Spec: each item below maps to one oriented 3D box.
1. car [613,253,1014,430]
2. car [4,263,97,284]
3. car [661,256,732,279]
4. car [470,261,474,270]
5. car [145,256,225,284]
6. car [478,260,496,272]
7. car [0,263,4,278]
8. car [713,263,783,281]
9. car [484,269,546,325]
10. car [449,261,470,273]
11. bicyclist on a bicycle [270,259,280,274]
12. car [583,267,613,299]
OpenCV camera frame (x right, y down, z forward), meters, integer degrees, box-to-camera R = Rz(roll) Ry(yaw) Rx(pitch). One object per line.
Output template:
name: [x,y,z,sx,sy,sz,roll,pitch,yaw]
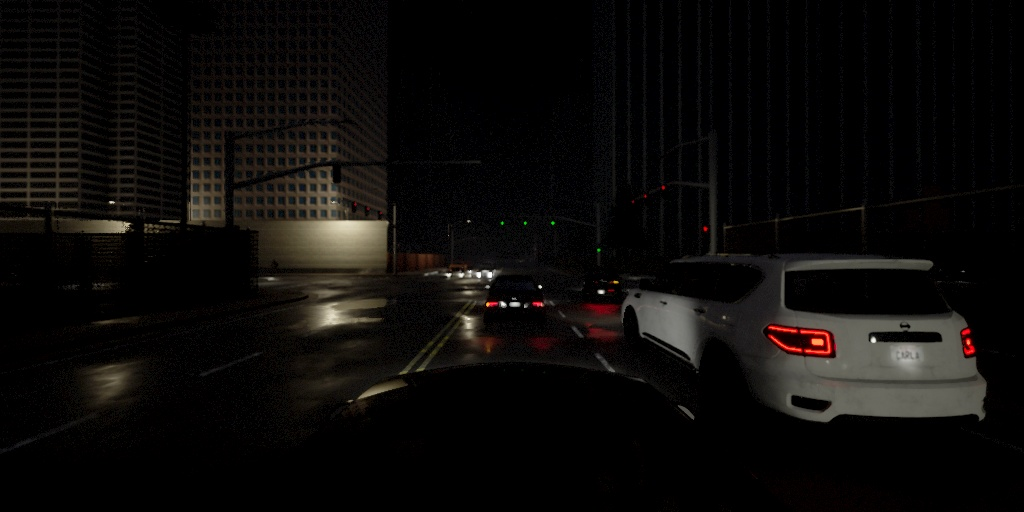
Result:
car: [3.600,0.990,5.953,2.150,2.045,5.566,0,0,0]
car: [-33.895,1.307,26.713,4.892,1.490,1.837,0,0,0]
car: [17.307,1.055,33.807,5.566,2.045,2.150,0,0,0]
car: [-7.087,1.512,56.692,1.812,1.442,4.674,0,0,0]
car: [-24.085,1.023,26.691,5.566,2.045,2.150,0,0,0]
car: [-3.601,1.558,49.893,1.895,1.301,4.718,0,0,0]
car: [-47.664,1.380,33.932,5.357,1.411,2.033,0,0,1]
car: [19.826,1.343,30.281,4.674,1.442,1.812,0,0,0]
car: [0.064,1.342,12.040,2.033,1.411,5.357,0,0,0]
car: [-7.103,1.424,47.352,1.882,1.535,5.008,0,0,0]
bicyclist on a bicycle: [-25.578,1.154,38.676,0.582,1.620,1.656,0,0,0]
car: [4.729,1.314,18.173,1.837,1.490,4.892,-1,0,19]
